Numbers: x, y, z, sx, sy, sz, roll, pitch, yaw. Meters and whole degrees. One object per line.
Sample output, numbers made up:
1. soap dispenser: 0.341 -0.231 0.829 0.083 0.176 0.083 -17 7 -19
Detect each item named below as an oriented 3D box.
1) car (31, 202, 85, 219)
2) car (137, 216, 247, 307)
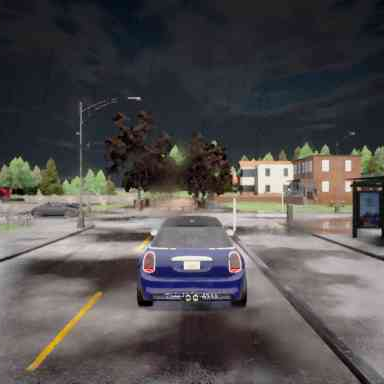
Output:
1. car: -11.357 1.564 28.354 4.181 1.385 1.994 0 0 0
2. car: 0.008 1.352 8.161 2.097 1.767 4.553 0 0 0
